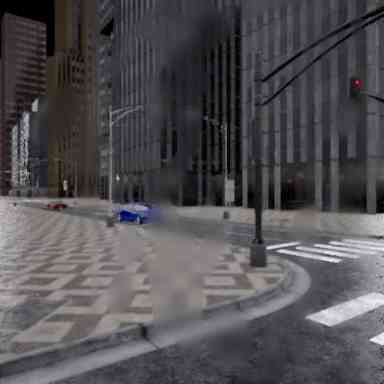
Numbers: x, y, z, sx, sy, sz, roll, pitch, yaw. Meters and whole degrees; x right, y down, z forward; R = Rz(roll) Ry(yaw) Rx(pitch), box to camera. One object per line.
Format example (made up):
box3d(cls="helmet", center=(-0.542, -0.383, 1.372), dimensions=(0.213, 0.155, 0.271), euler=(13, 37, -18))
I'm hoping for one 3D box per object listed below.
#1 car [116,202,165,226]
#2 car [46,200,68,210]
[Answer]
box3d(cls="car", center=(-3.808, 1.510, 23.961), dimensions=(1.882, 1.535, 5.008), euler=(0, 0, -35))
box3d(cls="car", center=(-17.771, 1.701, 43.696), dimensions=(1.895, 1.301, 4.718), euler=(0, 0, -35))
